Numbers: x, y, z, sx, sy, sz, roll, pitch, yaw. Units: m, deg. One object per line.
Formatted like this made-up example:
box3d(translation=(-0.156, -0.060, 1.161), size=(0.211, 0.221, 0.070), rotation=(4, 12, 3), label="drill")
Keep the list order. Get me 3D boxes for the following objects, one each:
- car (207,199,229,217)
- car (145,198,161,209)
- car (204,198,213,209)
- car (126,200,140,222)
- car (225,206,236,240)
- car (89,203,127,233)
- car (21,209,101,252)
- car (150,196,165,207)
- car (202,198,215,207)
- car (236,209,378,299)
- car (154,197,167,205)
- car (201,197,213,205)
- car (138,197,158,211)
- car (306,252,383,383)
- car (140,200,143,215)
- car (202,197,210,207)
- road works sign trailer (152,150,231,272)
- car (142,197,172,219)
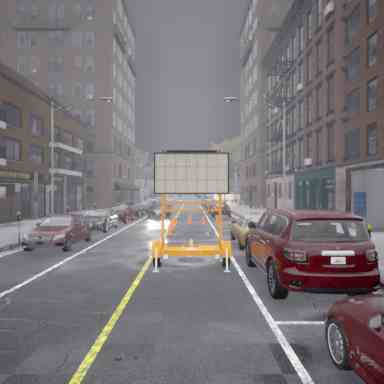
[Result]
box3d(translation=(2.599, 1.583, 30.441), size=(1.802, 1.307, 4.206), rotation=(0, 0, 0), label="car")
box3d(translation=(-5.448, 1.535, 46.812), size=(1.752, 1.417, 4.829), rotation=(0, 0, 0), label="car")
box3d(translation=(2.591, 1.584, 35.958), size=(1.802, 1.307, 4.206), rotation=(0, 0, 0), label="car")
box3d(translation=(-5.419, 1.545, 24.908), size=(1.887, 1.381, 4.507), rotation=(0, 0, 0), label="car")
box3d(translation=(2.616, 1.525, 14.054), size=(1.752, 1.417, 4.829), rotation=(0, 0, 0), label="car")
box3d(translation=(-5.412, 1.551, 19.389), size=(2.008, 1.369, 4.403), rotation=(0, 0, 0), label="car")
box3d(translation=(-5.405, 1.582, 13.870), size=(1.802, 1.307, 4.206), rotation=(0, 0, 0), label="car")
box3d(translation=(-5.456, 1.454, 52.501), size=(1.967, 1.590, 4.097), rotation=(0, 0, 0), label="car")
box3d(translation=(2.570, 1.596, 52.513), size=(1.802, 1.307, 4.206), rotation=(0, 0, 0), label="car")
box3d(translation=(2.627, 1.315, 8.368), size=(2.192, 1.841, 5.009), rotation=(0, 0, 0), label="car")
box3d(translation=(-5.463, 1.601, 58.020), size=(1.802, 1.307, 4.206), rotation=(0, 0, 0), label="car")
box3d(translation=(2.563, 1.585, 58.032), size=(1.947, 1.339, 4.313), rotation=(0, 0, 0), label="car")
box3d(translation=(-5.441, 1.446, 41.463), size=(1.967, 1.590, 4.097), rotation=(0, 0, 0), label="car")
box3d(translation=(2.634, 1.582, 2.849), size=(1.802, 1.307, 4.206), rotation=(0, 0, 0), label="car")
box3d(translation=(-5.426, 1.567, 30.426), size=(1.947, 1.339, 4.313), rotation=(0, 0, 0), label="car")
box3d(translation=(2.584, 1.531, 41.647), size=(1.752, 1.417, 4.829), rotation=(0, 0, 0), label="car")
box3d(translation=(-0.014, 0.464, 10.731), size=(2.380, 3.560, 2.880), rotation=(0, 0, 0), label="road works sign trailer")
box3d(translation=(-2.786, 1.492, 29.514), size=(2.128, 1.511, 4.902), rotation=(0, 0, 0), label="car")
